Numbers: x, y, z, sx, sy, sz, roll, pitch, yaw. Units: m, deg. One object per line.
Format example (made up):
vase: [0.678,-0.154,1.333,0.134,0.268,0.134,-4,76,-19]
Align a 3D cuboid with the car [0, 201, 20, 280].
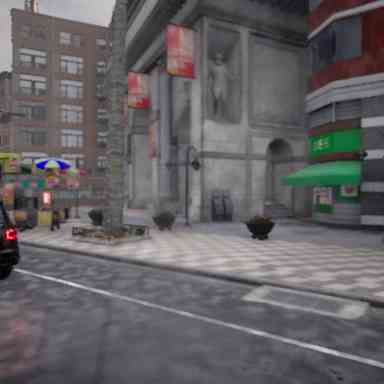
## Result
car: [-6.671,1.172,8.554,5.566,2.045,2.150,-1,0,35]
